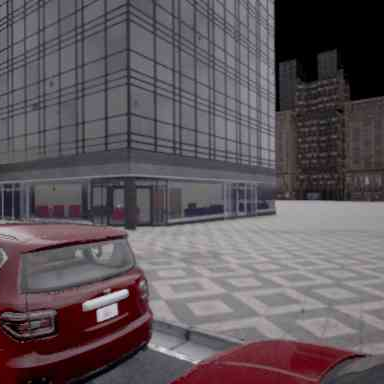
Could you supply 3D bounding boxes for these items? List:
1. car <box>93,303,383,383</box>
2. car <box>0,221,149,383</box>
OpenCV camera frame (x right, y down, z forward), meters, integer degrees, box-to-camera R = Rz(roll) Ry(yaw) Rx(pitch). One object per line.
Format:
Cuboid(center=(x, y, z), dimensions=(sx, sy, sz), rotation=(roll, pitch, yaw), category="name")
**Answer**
Cuboid(center=(1.767, 1.539, 1.589), dimensions=(4.507, 1.381, 1.887), rotation=(-1, 0, 35), category="car")
Cuboid(center=(-2.827, 1.361, 4.863), dimensions=(5.009, 1.841, 2.192), rotation=(-1, 0, 35), category="car")
